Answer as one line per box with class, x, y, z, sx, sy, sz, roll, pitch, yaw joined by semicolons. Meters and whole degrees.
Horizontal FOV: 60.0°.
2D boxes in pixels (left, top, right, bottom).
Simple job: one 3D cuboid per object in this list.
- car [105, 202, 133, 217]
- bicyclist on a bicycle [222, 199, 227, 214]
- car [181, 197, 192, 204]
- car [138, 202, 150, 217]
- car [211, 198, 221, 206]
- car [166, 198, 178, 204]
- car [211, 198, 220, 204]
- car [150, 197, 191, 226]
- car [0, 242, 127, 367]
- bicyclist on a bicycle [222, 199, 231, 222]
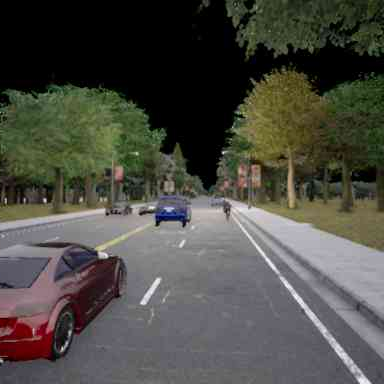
car;-7.375;1.751;33.831;1.994;1.385;4.181;0;0;4
bicyclist on a bicycle;3.612;1.634;37.038;0.582;1.620;1.656;0;-1;4
car;-1.223;1.950;74.084;2.128;1.511;4.902;0;0;4
car;-4.104;1.729;34.044;2.033;1.411;5.357;0;0;4
car;4.467;1.873;60.774;2.033;1.411;5.357;0;0;4
car;-4.465;1.985;74.308;1.994;1.385;4.181;0;0;4
car;5.280;1.967;73.896;1.994;1.385;4.181;0;0;4
car;-1.312;1.348;24.477;2.150;2.045;5.566;0;0;4
car;-2.591;1.601;6.047;1.994;1.385;4.181;0;0;4
bicyclist on a bicycle;2.890;1.581;26.644;0.582;1.620;1.656;0;-1;4
